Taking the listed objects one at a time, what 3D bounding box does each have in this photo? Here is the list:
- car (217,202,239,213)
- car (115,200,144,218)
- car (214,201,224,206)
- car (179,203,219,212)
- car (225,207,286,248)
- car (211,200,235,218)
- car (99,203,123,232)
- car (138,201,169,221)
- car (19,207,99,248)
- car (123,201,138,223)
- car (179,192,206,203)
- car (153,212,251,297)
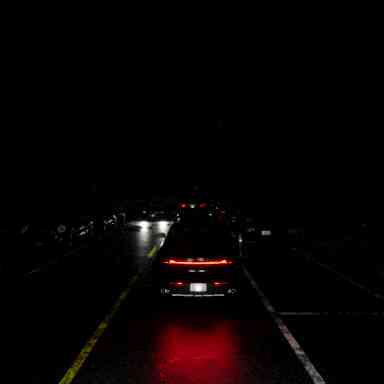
[{"bbox_3d":[2.786,1.543,20.002,1.887,1.381,4.507,-1,0,0],"label":"car"},{"bbox_3d":[-5.719,1.544,31.029,1.887,1.381,4.507,-1,0,0],"label":"car"},{"bbox_3d":[2.796,1.543,25.508,1.887,1.381,4.507,-1,0,0],"label":"car"},{"bbox_3d":[0.126,1.545,18.266,2.033,1.411,5.357,0,0,0],"label":"car"},{"bbox_3d":[2.776,1.564,14.497,1.947,1.339,4.313,-1,0,0],"label":"car"},{"bbox_3d":[2.806,1.543,31.013,1.887,1.381,4.507,-1,0,0],"label":"car"},{"bbox_3d":[-5.739,1.564,20.018,1.947,1.339,4.313,-1,0,0],"label":"car"},{"bbox_3d":[-2.962,1.524,27.596,1.812,1.442,4.674,0,0,0],"label":"car"},{"bbox_3d":[-5.750,1.438,14.512,1.967,1.590,4.097,-1,0,0],"label":"car"},{"bbox_3d":[-5.729,1.549,25.523,2.008,1.369,4.403,-1,0,0],"label":"car"},{"bbox_3d":[0.050,1.220,28.511,2.150,2.045,5.566,0,0,0],"label":"car"},{"bbox_3d":[0.117,1.503,8.528,1.837,1.490,4.892,0,0,0],"label":"car"}]
